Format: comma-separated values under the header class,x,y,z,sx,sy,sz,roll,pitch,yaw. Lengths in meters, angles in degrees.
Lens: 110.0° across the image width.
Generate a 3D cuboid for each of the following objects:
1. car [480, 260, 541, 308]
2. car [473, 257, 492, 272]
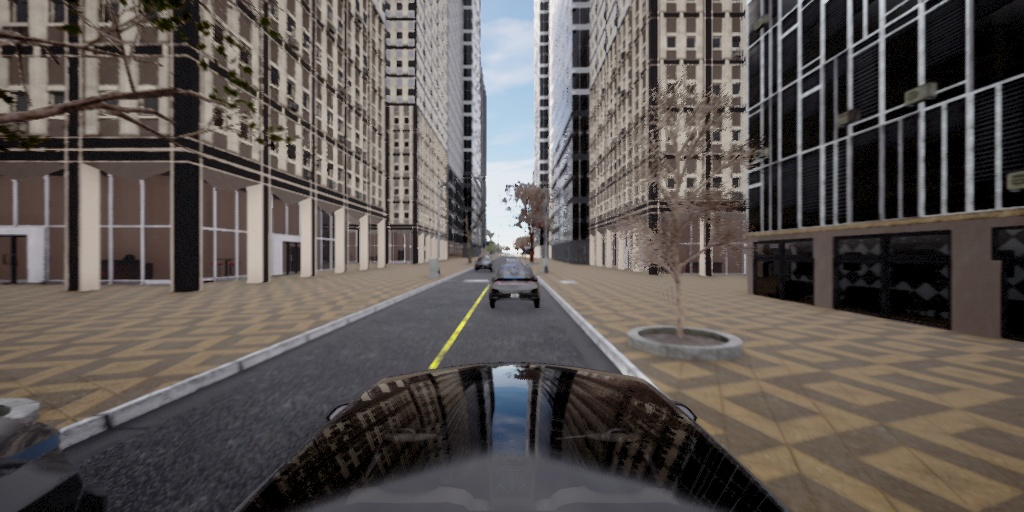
class,x,y,z,sx,sy,sz,roll,pitch,yaw
car,0.098,1.086,14.313,2.128,1.511,4.902,0,1,0
car,-2.837,0.815,37.365,1.837,1.490,4.892,0,0,0
